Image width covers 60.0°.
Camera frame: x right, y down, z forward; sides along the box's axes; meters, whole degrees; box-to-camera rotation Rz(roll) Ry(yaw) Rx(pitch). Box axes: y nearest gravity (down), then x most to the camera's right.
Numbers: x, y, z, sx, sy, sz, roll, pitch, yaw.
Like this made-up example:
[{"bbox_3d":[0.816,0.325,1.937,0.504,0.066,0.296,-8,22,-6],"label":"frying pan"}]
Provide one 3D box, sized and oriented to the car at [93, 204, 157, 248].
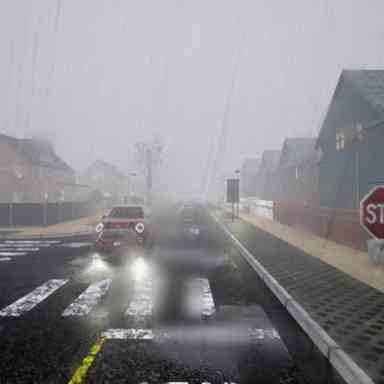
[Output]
[{"bbox_3d":[-2.782,1.356,14.644,2.097,1.767,4.553,0,0,0],"label":"car"}]
